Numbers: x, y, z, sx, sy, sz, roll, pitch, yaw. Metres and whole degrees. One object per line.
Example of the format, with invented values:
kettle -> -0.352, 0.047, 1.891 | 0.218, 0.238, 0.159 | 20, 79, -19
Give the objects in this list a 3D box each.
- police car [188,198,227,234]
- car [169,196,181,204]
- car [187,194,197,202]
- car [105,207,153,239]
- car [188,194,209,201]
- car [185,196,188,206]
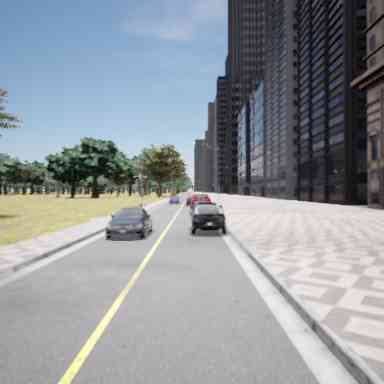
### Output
police car -> 0.893, 1.408, 19.391 | 1.930, 1.638, 5.238 | 0, 0, 0
car -> -3.056, 1.414, 58.708 | 1.812, 1.442, 4.674 | 0, 0, 1
car -> -0.022, 1.268, 69.187 | 2.128, 1.511, 4.902 | 0, 0, 0
car -> -3.106, 1.511, 17.235 | 1.812, 1.442, 4.674 | 0, 0, 0
car -> 0.886, 1.177, 35.312 | 2.150, 2.045, 5.566 | 0, 0, 0
car -> -0.018, 1.409, 53.297 | 1.837, 1.490, 4.892 | 0, 0, 0
